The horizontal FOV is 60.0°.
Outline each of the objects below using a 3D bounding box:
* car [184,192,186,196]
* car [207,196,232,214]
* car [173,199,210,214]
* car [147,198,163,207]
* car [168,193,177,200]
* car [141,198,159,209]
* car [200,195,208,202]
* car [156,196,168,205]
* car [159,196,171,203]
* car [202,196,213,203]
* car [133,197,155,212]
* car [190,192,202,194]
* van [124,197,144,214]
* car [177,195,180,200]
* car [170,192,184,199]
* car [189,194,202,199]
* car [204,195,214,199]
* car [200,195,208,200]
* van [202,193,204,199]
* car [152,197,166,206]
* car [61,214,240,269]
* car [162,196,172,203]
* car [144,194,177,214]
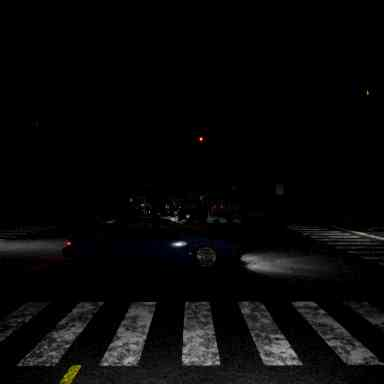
[{"bbox_3d":[-2.666,1.354,62.362,2.097,1.767,4.553,0,0,1],"label":"car"},{"bbox_3d":[2.871,1.442,33.321,1.967,1.590,4.097,0,0,0],"label":"car"},{"bbox_3d":[0.070,1.527,25.721,1.812,1.442,4.674,1,0,9],"label":"car"},{"bbox_3d":[-5.548,1.585,50.377,1.802,1.307,4.206,0,0,0],"label":"car"},{"bbox_3d":[-5.299,1.307,90.055,2.192,1.841,5.009,0,0,0],"label":"car"},{"bbox_3d":[-5.583,1.569,44.709,1.947,1.339,4.313,0,0,0],"label":"car"},{"bbox_3d":[2.843,1.453,79.507,1.801,1.575,5.366,0,0,0],"label":"car"},{"bbox_3d":[-5.478,1.527,61.543,1.752,1.417,4.829,0,0,0],"label":"car"},{"bbox_3d":[-5.441,1.567,67.382,1.947,1.339,4.313,0,0,0],"label":"car"},{"bbox_3d":[3.084,1.551,67.336,2.008,1.369,4.403,0,0,0],"label":"car"},{"bbox_3d":[-5.619,1.443,39.041,1.967,1.590,4.097,0,0,0],"label":"car"},{"bbox_3d":[0.459,1.224,73.961,2.150,2.045,5.566,0,0,0],"label":"car"},{"bbox_3d":[-5.654,1.343,33.372,1.690,1.788,3.998,0,0,0],"label":"van"},{"bbox_3d":[-2.840,1.481,42.009,1.882,1.535,5.008,0,0,1],"label":"car"},{"bbox_3d":[-2.772,1.225,52.136,2.150,2.045,5.566,0,0,1],"label":"car"},{"bbox_3d":[0.480,1.566,61.502,1.994,1.385,4.181,0,0,1],"label":"car"},{"bbox_3d":[2.942,1.443,44.659,1.967,1.590,4.097,0,0,0],"label":"car"},{"bbox_3d":[3.226,1.558,90.013,1.947,1.339,4.313,0,0,0],"label":"car"},{"bbox_3d":[3.013,1.344,55.998,1.690,1.788,3.998,0,0,0],"label":"van"},{"bbox_3d":[-5.512,1.569,56.045,1.947,1.339,4.313,0,0,0],"label":"car"},{"bbox_3d":[-1.245,1.550,10.632,5.357,1.411,2.033,0,0,0],"label":"car"},{"bbox_3d":[-5.406,1.543,73.049,1.887,1.381,4.507,0,0,0],"label":"car"},{"bbox_3d":[-2.944,1.354,32.071,2.097,1.767,4.553,0,0,2],"label":"car"}]
